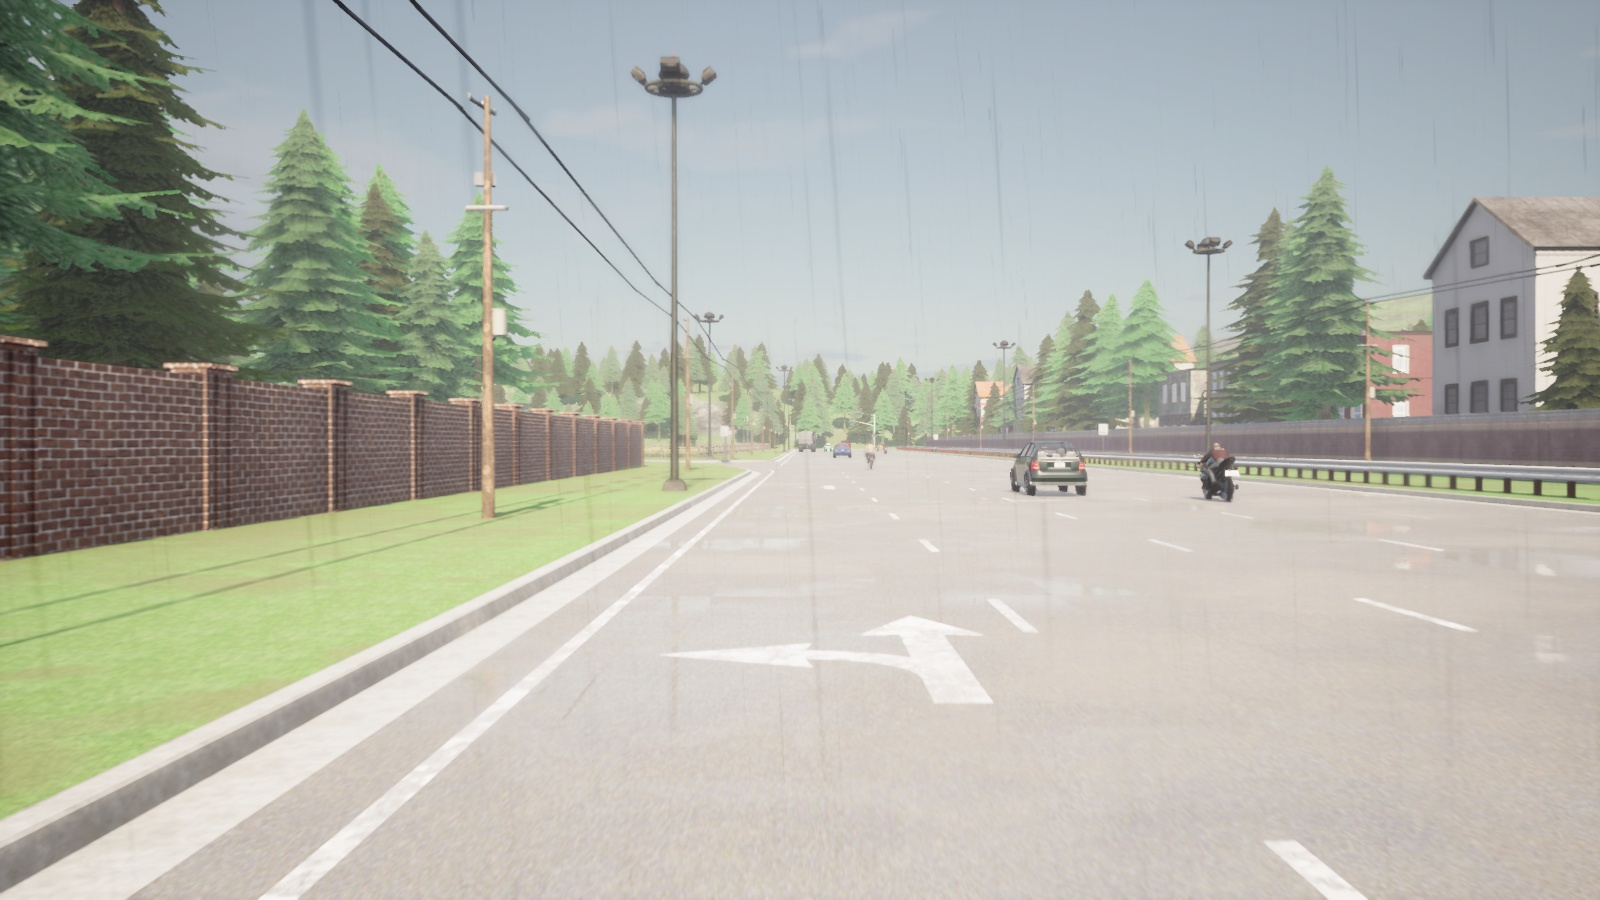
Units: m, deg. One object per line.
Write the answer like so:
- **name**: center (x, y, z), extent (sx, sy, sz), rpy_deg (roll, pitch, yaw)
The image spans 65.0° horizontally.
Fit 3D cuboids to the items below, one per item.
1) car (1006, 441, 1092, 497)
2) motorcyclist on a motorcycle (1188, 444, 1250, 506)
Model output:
- **car**: center (7.225, 0.524, 36.716), extent (1.789, 1.549, 3.705), rpy_deg (0, 0, 0)
- **motorcyclist on a motorcycle**: center (10.699, 0.609, 32.176), extent (0.866, 1.530, 2.191), rpy_deg (0, 0, 0)
